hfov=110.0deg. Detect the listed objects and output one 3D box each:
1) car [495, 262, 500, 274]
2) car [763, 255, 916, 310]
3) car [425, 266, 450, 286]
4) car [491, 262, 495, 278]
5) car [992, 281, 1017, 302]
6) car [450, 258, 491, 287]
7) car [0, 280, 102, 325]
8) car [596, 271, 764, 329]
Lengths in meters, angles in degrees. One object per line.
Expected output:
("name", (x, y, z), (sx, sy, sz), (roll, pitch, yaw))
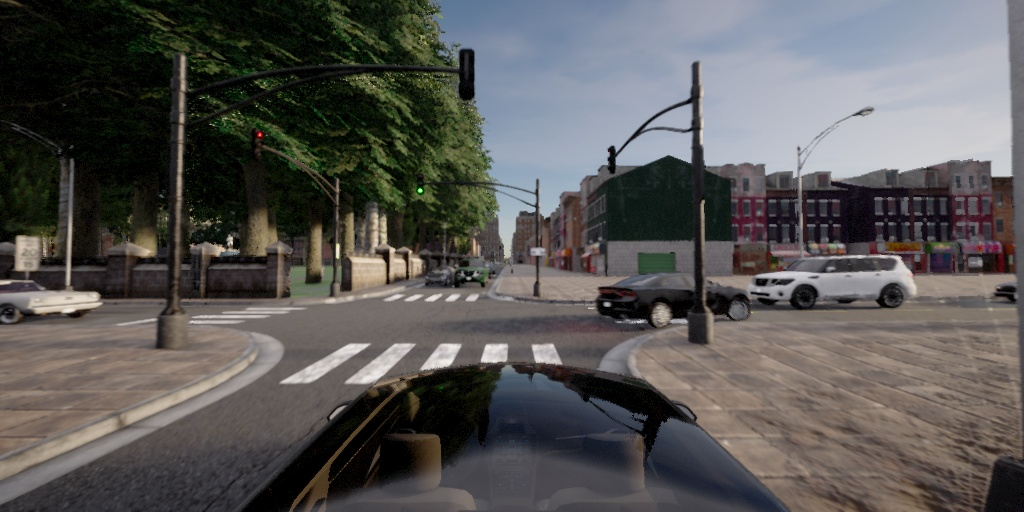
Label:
("car", (-3.102, 1.715, 47.776), (2.033, 1.411, 5.357), (0, -1, 0))
("car", (12.657, 0.995, 14.414), (5.566, 2.045, 2.150), (-1, -2, 0))
("car", (-5.524, 1.524, 27.732), (2.007, 1.370, 4.403), (0, 0, 0))
("car", (-3.028, 1.539, 37.111), (1.882, 1.535, 5.008), (0, -1, 0))
("car", (23.044, 1.210, 14.463), (5.357, 1.411, 2.033), (-1, -2, -1))
("car", (-2.955, 1.188, 26.929), (2.150, 2.045, 5.566), (0, -1, -1))
("car", (-16.157, 1.409, 11.309), (4.718, 1.301, 1.895), (0, -2, 0))
("car", (5.015, 1.223, 11.067), (5.008, 1.535, 1.882), (0, -3, -21))
